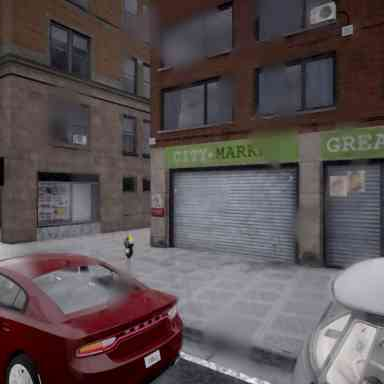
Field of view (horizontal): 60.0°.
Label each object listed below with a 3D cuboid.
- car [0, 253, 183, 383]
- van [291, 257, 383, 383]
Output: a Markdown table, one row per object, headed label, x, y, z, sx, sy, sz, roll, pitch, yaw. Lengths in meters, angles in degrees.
| label | x | y | z | sx | sy | sz | roll | pitch | yaw |
| --- | --- | --- | --- | --- | --- | --- | --- | --- | --- |
| car | -2.211 | 1.544 | 4.653 | 4.507 | 1.381 | 1.887 | 0 | 0 | 35 |
| van | 2.398 | 1.341 | 1.367 | 3.998 | 1.788 | 1.690 | 0 | 0 | 35 |
